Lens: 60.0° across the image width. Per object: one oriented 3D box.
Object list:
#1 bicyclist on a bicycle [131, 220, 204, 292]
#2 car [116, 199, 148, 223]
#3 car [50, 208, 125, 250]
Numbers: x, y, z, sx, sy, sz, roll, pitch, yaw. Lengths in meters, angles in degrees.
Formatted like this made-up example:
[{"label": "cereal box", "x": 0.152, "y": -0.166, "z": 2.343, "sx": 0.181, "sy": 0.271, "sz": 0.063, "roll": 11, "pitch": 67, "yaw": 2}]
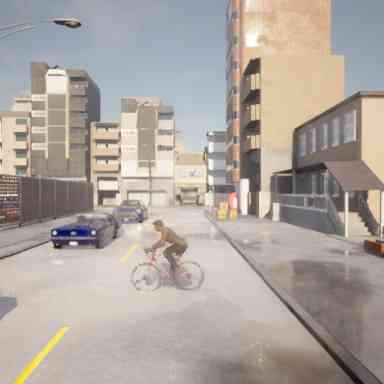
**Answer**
[{"label": "bicyclist on a bicycle", "x": -0.568, "y": 1.445, "z": 7.476, "sx": 1.656, "sy": 1.620, "sz": 0.582, "roll": -2, "pitch": 0, "yaw": -1}, {"label": "car", "x": -4.620, "y": 1.351, "z": 25.411, "sx": 2.097, "sy": 1.767, "sz": 4.553, "roll": 0, "pitch": 0, "yaw": -1}, {"label": "car", "x": -4.440, "y": 1.600, "z": 14.526, "sx": 1.895, "sy": 1.301, "sz": 4.718, "roll": 0, "pitch": 0, "yaw": -1}]
